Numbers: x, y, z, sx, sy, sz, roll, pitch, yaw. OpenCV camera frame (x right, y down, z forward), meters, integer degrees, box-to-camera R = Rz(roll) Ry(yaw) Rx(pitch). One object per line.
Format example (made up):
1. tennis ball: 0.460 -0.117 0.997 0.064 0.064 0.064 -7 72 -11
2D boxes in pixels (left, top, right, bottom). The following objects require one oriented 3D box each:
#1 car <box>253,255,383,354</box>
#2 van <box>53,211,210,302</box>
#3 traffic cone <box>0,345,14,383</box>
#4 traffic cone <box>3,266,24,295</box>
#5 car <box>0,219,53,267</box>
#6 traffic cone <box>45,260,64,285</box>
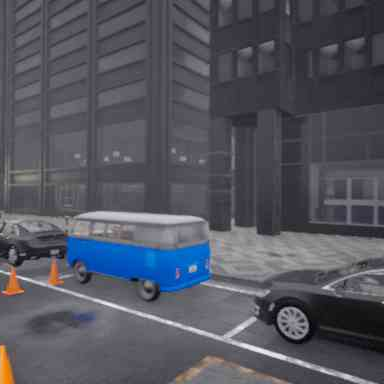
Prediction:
1. car: 3.057 1.618 4.872 4.403 1.369 2.008 0 -1 37
2. van: -1.470 1.412 8.230 3.998 1.788 1.690 0 -1 37
3. traffic cone: -2.069 1.981 3.642 0.340 0.580 0.340 0 -1 37
4. traffic cone: -4.090 2.006 7.631 0.340 0.580 0.340 0 -1 37
5. car: -5.998 1.628 11.586 4.403 1.369 2.008 0 -1 37
6. traffic cone: -3.495 2.017 8.435 0.340 0.580 0.340 0 -1 37
